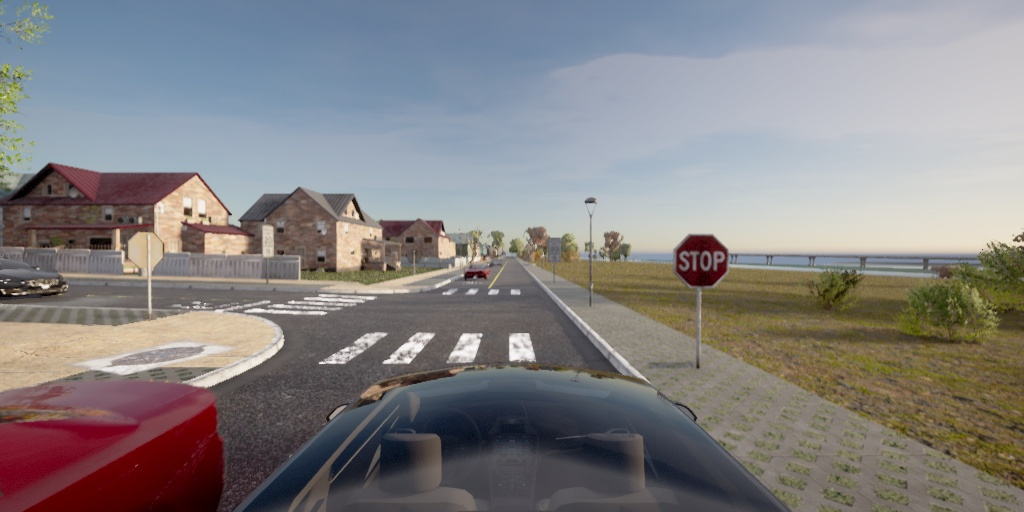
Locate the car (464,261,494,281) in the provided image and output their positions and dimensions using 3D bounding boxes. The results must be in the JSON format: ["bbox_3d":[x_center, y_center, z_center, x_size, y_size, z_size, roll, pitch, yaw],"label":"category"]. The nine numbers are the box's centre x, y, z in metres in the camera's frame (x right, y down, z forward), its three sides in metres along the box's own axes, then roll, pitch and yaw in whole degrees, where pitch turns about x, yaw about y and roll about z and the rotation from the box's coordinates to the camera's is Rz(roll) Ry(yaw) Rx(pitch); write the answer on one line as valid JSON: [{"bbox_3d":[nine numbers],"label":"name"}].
[{"bbox_3d":[-2.754,1.279,28.998,1.895,1.301,4.718,0,0,0],"label":"car"}]

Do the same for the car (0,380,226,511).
[{"bbox_3d":[-2.749,1.240,0.149,1.882,1.535,5.008,0,0,0],"label":"car"}]

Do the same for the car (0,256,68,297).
[{"bbox_3d":[-18.314,0.717,12.250,4.892,1.490,1.837,2,0,1],"label":"car"}]

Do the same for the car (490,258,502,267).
[{"bbox_3d":[-2.759,1.091,62.401,2.128,1.511,4.902,0,0,0],"label":"car"}]
